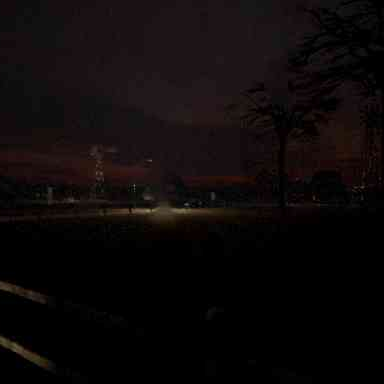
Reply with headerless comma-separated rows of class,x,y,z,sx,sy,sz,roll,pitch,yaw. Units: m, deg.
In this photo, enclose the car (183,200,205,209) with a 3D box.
car,0.411,2.145,59.580,2.128,1.511,4.902,1,0,36
